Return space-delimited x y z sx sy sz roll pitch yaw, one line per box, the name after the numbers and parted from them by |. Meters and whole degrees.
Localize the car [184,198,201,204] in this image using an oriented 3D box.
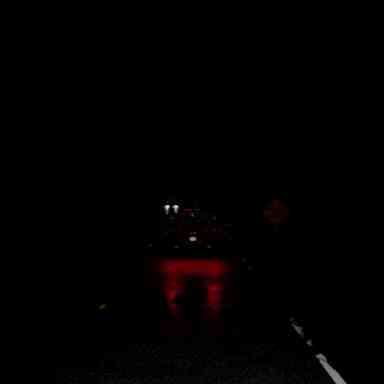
0.044 1.534 27.988 1.837 1.490 4.892 0 0 1 | car

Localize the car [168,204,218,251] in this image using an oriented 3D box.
0.052 1.487 14.131 1.882 1.535 5.008 0 0 0 | car

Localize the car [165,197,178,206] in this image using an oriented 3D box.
-3.543 1.647 58.606 1.812 1.442 4.674 0 0 1 | car

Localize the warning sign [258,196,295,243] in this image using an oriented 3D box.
3.563 1.125 14.115 1.300 1.860 1.060 1 1 0 | warning sign
